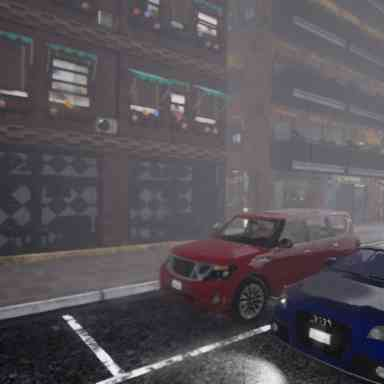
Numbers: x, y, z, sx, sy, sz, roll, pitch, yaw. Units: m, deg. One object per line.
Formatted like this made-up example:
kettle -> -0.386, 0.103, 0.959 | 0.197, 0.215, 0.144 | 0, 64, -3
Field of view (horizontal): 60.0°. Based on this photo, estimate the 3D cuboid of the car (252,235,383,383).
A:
car -> 3.181, 1.581, 5.222 | 4.181, 1.385, 1.994 | 0, 0, -36

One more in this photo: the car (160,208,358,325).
car -> 1.785, 1.334, 7.363 | 5.009, 1.841, 2.192 | 0, 1, -36
